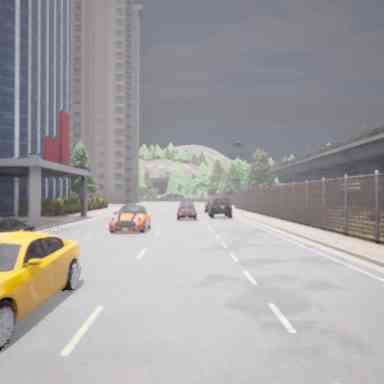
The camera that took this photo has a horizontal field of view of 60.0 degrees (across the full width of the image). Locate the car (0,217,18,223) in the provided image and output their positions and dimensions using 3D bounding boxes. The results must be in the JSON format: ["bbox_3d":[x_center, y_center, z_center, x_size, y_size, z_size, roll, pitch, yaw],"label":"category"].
[{"bbox_3d":[-7.286,1.631,11.640,1.882,1.535,5.008,0,-1,-1],"label":"car"}]

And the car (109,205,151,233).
[{"bbox_3d":[-3.919,1.628,21.618,2.097,1.767,4.553,0,-1,-1],"label":"car"}]

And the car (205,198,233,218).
[{"bbox_3d":[2.932,1.661,35.053,2.150,2.045,5.566,0,-1,-1],"label":"car"}]

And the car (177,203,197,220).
[{"bbox_3d":[-0.486,2.008,32.205,1.895,1.301,4.718,0,-1,-1],"label":"car"}]

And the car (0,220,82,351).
[{"bbox_3d":[-3.701,1.563,6.462,1.882,1.535,5.008,0,-1,-1],"label":"car"}]

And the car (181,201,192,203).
[{"bbox_3d":[-0.689,1.894,43.028,2.097,1.767,4.553,0,-1,-1],"label":"car"}]
